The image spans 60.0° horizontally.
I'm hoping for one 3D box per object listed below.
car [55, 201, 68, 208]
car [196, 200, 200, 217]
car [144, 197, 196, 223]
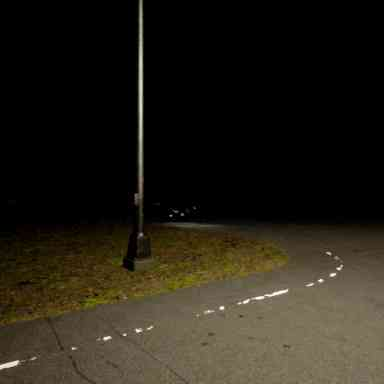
[{"bbox_3d":[-31.918,2.999,81.216,2.097,1.767,4.553,3,-3,-36],"label":"car"},{"bbox_3d":[-1.281,1.913,38.937,2.150,2.045,5.566,3,-3,-36],"label":"car"},{"bbox_3d":[-2.369,1.488,28.519,2.150,2.045,5.566,3,-3,-36],"label":"car"}]
